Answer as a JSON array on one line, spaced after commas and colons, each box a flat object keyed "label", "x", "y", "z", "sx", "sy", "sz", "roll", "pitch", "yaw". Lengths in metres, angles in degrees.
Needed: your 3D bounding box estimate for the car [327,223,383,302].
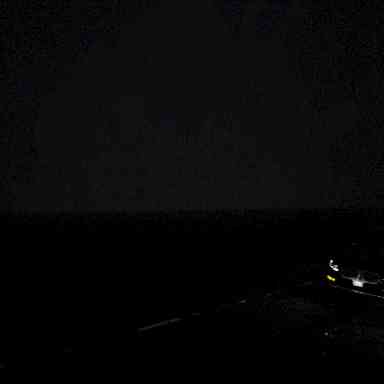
[{"label": "car", "x": 5.113, "y": 1.487, "z": 7.798, "sx": 4.892, "sy": 1.490, "sz": 1.837, "roll": 0, "pitch": 0, "yaw": -37}]
